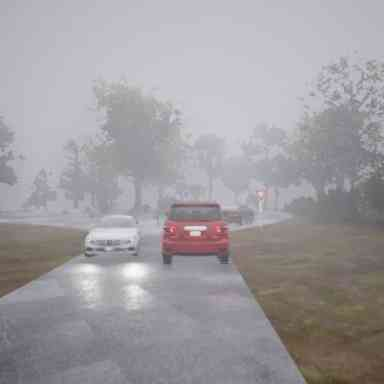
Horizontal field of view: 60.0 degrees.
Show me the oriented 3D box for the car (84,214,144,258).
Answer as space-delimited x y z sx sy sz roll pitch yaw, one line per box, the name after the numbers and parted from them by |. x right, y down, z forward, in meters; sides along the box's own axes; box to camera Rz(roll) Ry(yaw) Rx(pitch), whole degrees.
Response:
-2.933 1.624 13.379 1.812 1.442 4.674 0 0 -5 | car

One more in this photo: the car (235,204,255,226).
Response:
3.398 1.663 25.332 1.882 1.535 5.008 0 0 25 | car

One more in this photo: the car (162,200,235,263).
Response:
0.154 1.315 12.458 2.150 2.045 5.566 0 0 1 | car
